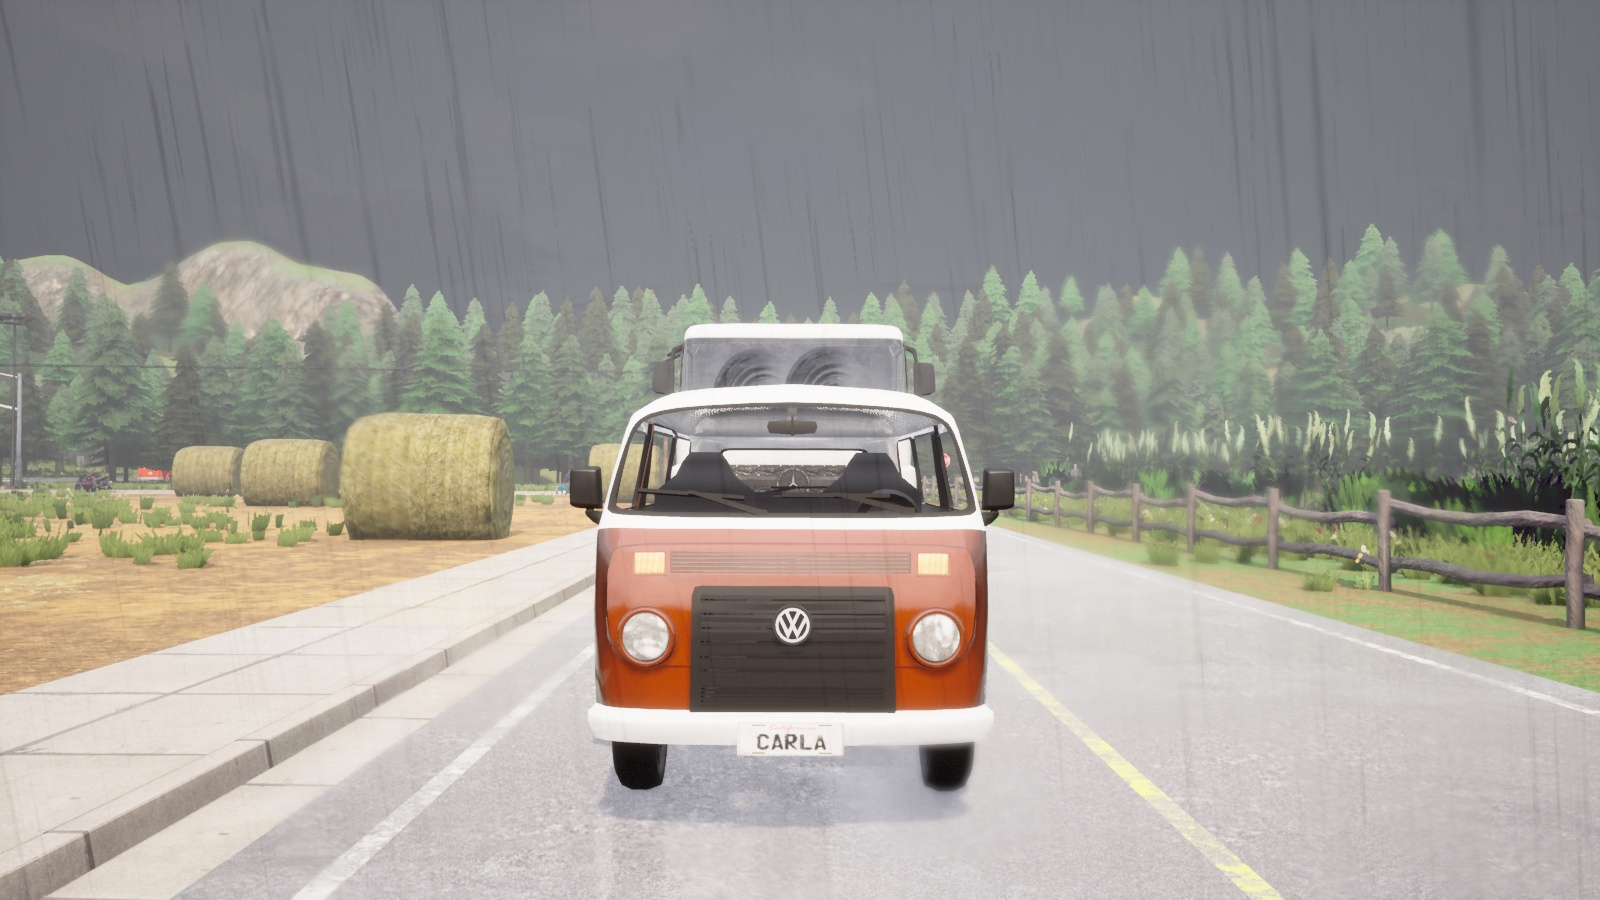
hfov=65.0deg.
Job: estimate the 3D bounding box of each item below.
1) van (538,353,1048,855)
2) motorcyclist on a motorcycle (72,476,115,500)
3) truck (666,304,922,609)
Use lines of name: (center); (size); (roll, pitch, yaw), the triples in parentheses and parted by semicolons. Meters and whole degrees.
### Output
van: (-0.037, 0.662, 7.364); (2.069, 2.038, 4.480); (0, -1, 0)
motorcyclist on a motorcycle: (-44.225, 2.378, 78.594); (2.191, 1.530, 0.866); (0, -1, -3)
truck: (-0.089, 0.139, 18.252); (2.891, 3.462, 7.936); (0, -1, 0)
